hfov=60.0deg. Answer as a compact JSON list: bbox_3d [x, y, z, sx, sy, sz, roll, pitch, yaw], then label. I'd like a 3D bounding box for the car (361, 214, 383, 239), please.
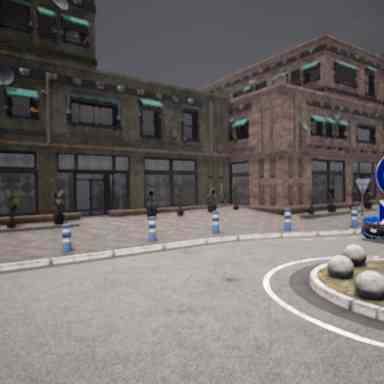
[{"bbox_3d":[9.253,1.158,13.613,5.008,1.535,1.882,-1,1,-21],"label":"car"}]
